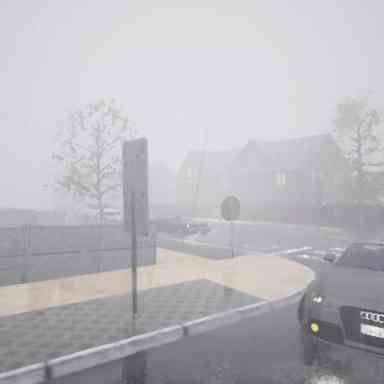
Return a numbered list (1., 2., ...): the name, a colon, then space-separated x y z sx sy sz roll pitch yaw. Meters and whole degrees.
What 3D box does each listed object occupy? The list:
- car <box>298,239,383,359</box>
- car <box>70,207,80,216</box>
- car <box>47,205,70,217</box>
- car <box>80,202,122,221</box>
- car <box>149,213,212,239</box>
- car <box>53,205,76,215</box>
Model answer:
1. car: 3.403 1.578 5.818 1.994 1.385 4.181 1 0 34
2. car: -14.144 2.603 44.008 1.895 1.301 4.718 -1 -1 -35
3. car: -18.339 2.683 45.021 1.994 1.385 4.181 -1 -1 -35
4. car: -8.348 1.926 30.953 2.150 2.045 5.566 -1 0 -32
5. car: -0.871 2.006 20.484 1.895 1.301 4.718 -1 -1 -36
6. car: -19.986 2.788 52.084 2.033 1.411 5.357 -1 -1 -36
